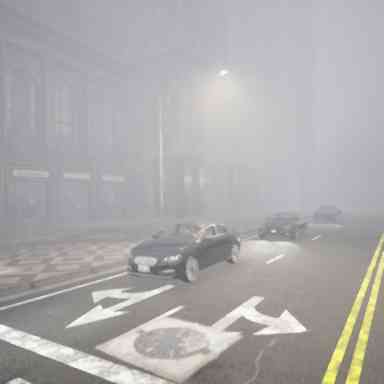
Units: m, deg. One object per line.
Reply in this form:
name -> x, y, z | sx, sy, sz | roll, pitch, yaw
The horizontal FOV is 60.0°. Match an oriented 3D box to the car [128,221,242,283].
car -> 0.012, 1.717, 10.625 | 2.128, 1.511, 4.902 | -2, -1, 31

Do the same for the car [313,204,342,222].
car -> 12.558, 1.915, 30.693 | 1.882, 1.535, 5.008 | -2, -1, 32

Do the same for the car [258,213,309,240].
car -> 5.304, 1.878, 19.088 | 1.994, 1.385, 4.181 | -2, -1, 32
